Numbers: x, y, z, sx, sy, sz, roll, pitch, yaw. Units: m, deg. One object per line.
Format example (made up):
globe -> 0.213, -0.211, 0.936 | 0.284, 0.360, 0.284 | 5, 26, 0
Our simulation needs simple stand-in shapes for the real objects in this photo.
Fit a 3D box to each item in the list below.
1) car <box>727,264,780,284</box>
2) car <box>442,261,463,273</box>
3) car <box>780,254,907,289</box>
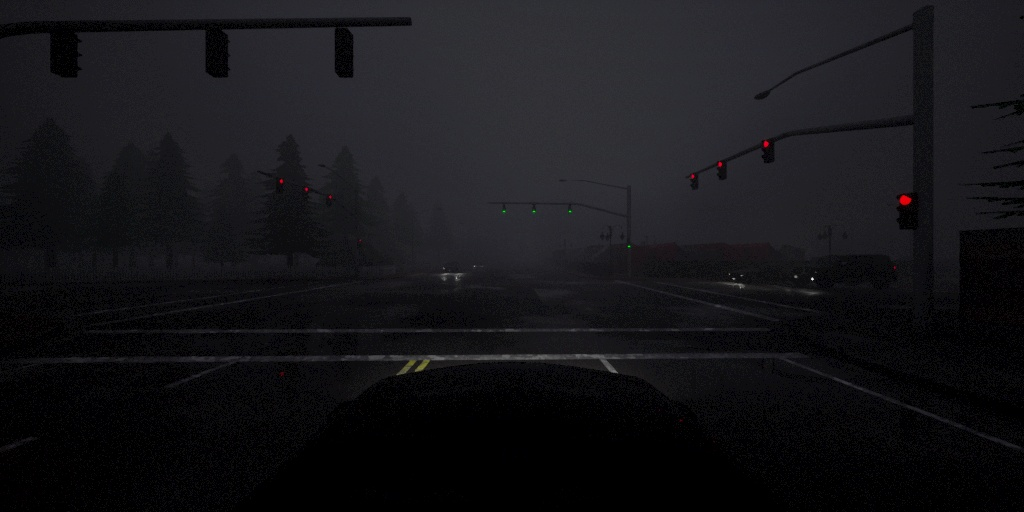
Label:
car -> 18.424, 1.241, 25.509 | 5.357, 1.411, 2.033 | 0, 0, 0
car -> -7.000, 1.322, 42.590 | 1.837, 1.490, 4.892 | 0, 1, 0
car -> 20.182, 0.916, 22.021 | 5.566, 2.045, 2.150 | 0, 0, 0
